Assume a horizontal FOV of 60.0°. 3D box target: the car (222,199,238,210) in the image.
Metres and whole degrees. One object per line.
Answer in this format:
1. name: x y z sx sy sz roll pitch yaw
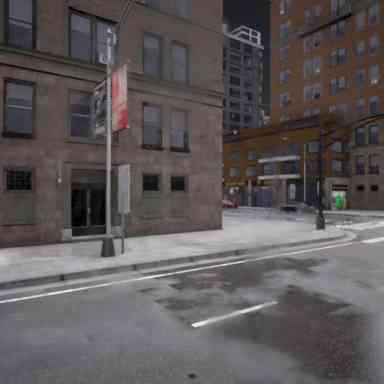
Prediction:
1. car: 4.238 1.590 43.304 1.802 1.307 4.206 0 0 -35

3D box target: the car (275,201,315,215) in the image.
1. car: 10.593 1.576 34.298 1.947 1.339 4.313 0 0 -35
